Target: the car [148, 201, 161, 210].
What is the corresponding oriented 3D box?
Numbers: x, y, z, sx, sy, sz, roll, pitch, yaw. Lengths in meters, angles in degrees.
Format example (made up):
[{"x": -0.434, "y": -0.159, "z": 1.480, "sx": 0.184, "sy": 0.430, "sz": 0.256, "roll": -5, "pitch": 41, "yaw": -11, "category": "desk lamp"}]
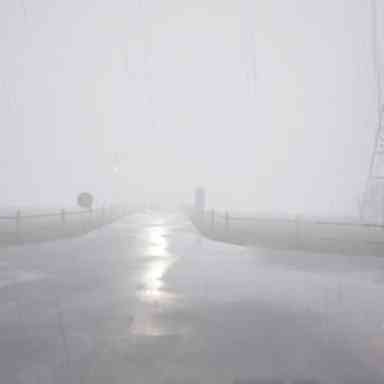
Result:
[{"x": -6.627, "y": 2.355, "z": 59.015, "sx": 2.097, "sy": 1.767, "sz": 4.553, "roll": 1, "pitch": -2, "yaw": -4, "category": "car"}]
